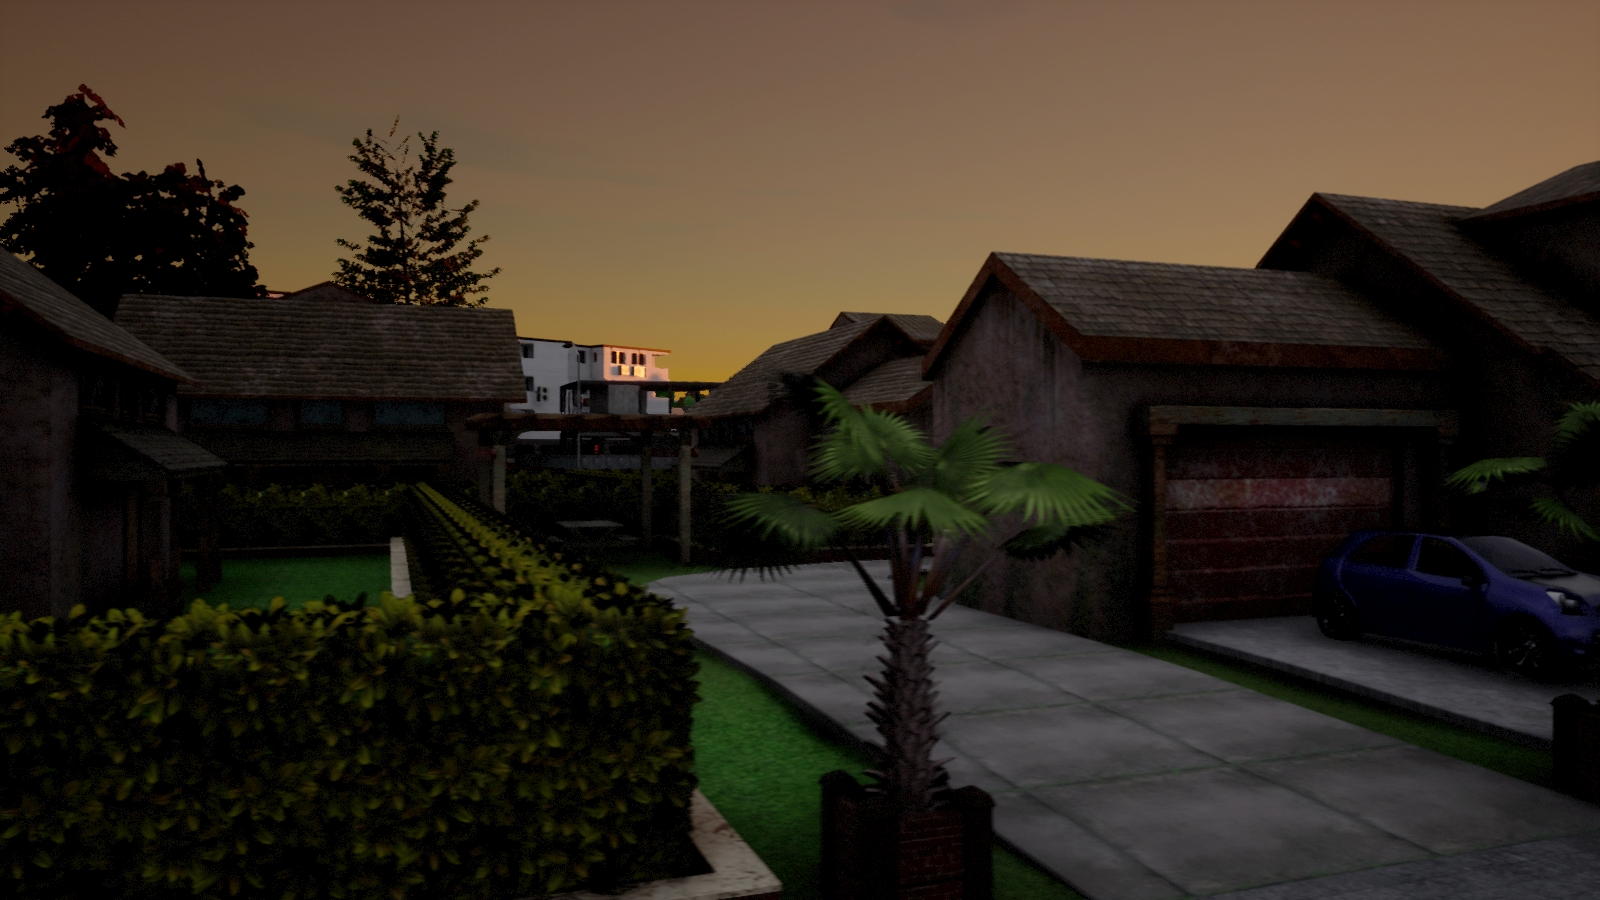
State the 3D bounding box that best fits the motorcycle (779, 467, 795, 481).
[{"bbox_3d":[-1.169,2.160,103.137,0.803,1.199,2.033,0,0,-20],"label":"motorcycle"}]
